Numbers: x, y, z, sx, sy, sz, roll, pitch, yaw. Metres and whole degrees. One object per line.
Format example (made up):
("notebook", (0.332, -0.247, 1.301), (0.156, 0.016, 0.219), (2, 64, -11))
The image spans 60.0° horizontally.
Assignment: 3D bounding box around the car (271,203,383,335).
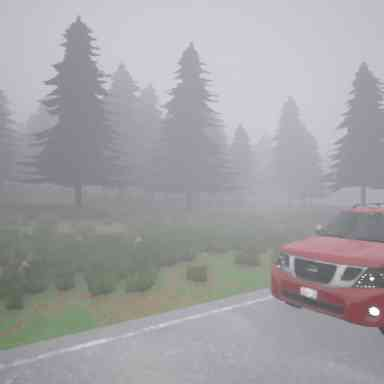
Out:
("car", (4.117, 1.284, 6.936), (5.566, 2.045, 2.150), (1, 0, -36))
